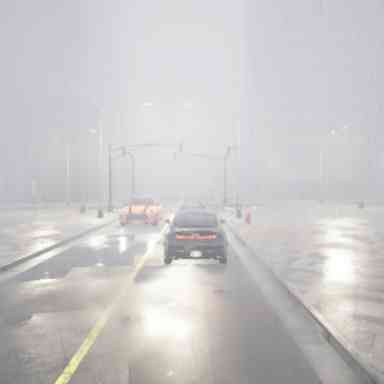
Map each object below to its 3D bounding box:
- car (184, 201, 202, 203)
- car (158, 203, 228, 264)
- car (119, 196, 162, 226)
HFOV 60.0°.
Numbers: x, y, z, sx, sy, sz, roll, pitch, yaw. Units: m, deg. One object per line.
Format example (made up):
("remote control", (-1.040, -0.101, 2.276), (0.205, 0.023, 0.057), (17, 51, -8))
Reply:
("car", (0.068, 1.238, 21.117), (1.994, 1.385, 4.181), (0, 1, 1))
("car", (0.105, 1.334, 11.087), (1.837, 1.490, 4.892), (0, 1, 0))
("car", (-2.998, 1.037, 20.310), (2.097, 1.767, 4.553), (0, 1, 0))
